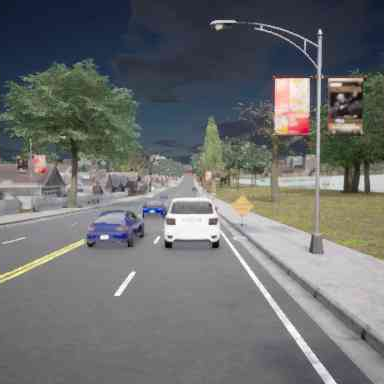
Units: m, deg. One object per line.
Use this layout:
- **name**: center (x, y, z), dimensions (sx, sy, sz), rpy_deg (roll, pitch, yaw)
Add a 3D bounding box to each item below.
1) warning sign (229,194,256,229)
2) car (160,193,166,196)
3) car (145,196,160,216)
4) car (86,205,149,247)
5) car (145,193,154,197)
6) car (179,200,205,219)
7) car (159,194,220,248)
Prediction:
- **warning sign**: center (2.888, 1.086, 19.133), dimensions (1.300, 1.860, 1.060), rpy_deg (2, 2, 0)
- **car**: center (-6.499, 0.947, 76.763), dimensions (1.994, 1.385, 4.181), rpy_deg (0, 1, 0)
- **car**: center (-3.249, 1.427, 29.674), dimensions (1.882, 1.535, 5.008), rpy_deg (0, 0, 0)
- **car**: center (-3.249, 1.512, 14.663), dimensions (1.812, 1.442, 4.674), rpy_deg (0, 0, 0)
- **car**: center (-9.749, 0.919, 76.763), dimensions (1.812, 1.442, 4.674), rpy_deg (0, 1, 0)
- **car**: center (0.001, 1.505, 29.674), dimensions (2.033, 1.411, 5.357), rpy_deg (0, 0, 0)
- **car**: center (0.001, 1.237, 14.689), dimensions (2.150, 2.045, 5.566), rpy_deg (0, 0, 0)
